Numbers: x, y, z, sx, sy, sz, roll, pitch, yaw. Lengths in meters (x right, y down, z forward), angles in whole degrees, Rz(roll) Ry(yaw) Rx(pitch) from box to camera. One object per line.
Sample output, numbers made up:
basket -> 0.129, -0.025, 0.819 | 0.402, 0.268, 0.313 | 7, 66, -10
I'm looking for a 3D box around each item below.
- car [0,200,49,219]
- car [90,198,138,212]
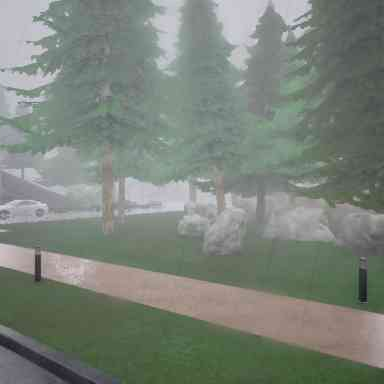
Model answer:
car -> -14.182, 1.363, 27.315 | 1.812, 1.442, 4.674 | 0, 0, 35
car -> -8.211, 1.385, 35.652 | 2.033, 1.411, 5.357 | 0, 0, 36
